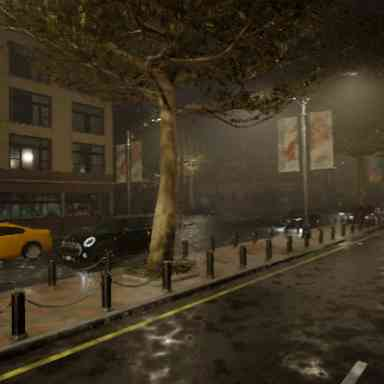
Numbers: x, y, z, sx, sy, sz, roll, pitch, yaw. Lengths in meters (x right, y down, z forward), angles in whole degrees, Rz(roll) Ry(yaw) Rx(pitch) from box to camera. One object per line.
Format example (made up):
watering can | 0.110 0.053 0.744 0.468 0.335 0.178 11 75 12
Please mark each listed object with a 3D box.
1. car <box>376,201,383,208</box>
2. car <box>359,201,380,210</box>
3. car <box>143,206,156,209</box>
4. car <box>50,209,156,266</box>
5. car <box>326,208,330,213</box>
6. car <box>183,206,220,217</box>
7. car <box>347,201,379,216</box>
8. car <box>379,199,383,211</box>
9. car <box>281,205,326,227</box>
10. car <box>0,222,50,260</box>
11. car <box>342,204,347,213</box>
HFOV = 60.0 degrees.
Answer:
car | 38.329 2.450 66.133 2.033 1.411 5.357 -2 -2 41
car | 30.603 2.336 57.256 2.128 1.511 4.902 -2 -2 41
car | -6.810 3.033 53.266 4.892 1.490 1.837 -2 -2 40
car | -2.933 1.774 13.529 2.097 1.767 4.553 -2 -2 41
car | 15.011 2.337 42.450 5.357 1.411 2.033 -1 -2 -24
car | 1.269 2.728 46.383 5.357 1.411 2.033 -2 -2 39
car | 21.350 2.108 41.428 1.882 1.535 5.008 -2 -2 41
car | 31.773 1.942 53.306 2.150 2.045 5.566 -2 -2 41
car | 8.965 2.028 27.200 1.837 1.490 4.892 -2 -2 41
car | -8.074 1.993 12.944 1.882 1.535 5.008 -2 -2 41
car | 24.133 2.269 49.938 1.882 1.535 5.008 -3 -2 42
